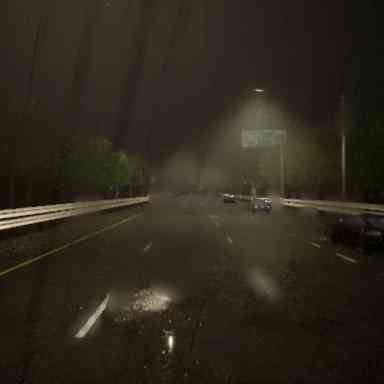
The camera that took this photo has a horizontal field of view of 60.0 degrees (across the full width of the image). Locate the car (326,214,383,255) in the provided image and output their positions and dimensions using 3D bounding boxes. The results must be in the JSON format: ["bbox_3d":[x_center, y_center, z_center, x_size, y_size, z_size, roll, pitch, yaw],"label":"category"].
[{"bbox_3d":[7.005,1.569,13.328,1.994,1.385,4.181,0,0,0],"label":"car"}]

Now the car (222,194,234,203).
[{"bbox_3d":[7.170,1.520,66.076,1.994,1.385,4.181,0,0,0],"label":"car"}]

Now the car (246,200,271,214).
[{"bbox_3d":[7.059,1.535,35.809,2.033,1.411,5.357,0,0,0],"label":"car"}]
